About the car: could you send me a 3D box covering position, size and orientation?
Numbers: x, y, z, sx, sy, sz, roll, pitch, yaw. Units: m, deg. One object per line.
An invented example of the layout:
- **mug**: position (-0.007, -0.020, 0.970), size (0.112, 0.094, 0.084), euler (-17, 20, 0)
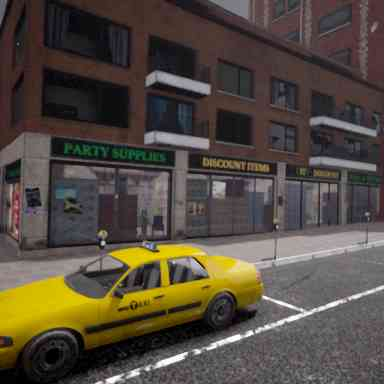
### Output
- **car**: position (-0.936, 1.527, 5.404), size (4.829, 1.417, 1.752), euler (0, 2, -35)
